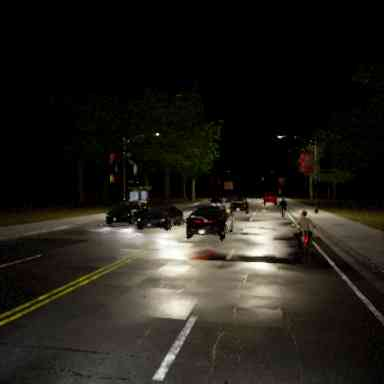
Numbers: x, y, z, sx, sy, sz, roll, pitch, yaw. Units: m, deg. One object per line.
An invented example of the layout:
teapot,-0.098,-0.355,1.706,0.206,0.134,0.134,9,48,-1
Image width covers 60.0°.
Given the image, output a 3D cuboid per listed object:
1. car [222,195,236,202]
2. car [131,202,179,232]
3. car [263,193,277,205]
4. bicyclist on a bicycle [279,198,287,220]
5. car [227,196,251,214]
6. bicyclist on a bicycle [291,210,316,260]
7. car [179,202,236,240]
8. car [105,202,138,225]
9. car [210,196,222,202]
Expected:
car,7.215,1.293,59.910,2.097,1.767,4.553,0,0,13
car,-1.816,1.503,20.278,1.812,1.442,4.674,0,0,13
car,13.574,1.165,57.790,2.150,2.045,5.566,0,0,13
bicyclist on a bicycle,7.414,1.340,27.082,0.659,1.776,1.843,0,0,13
car,5.138,1.467,35.320,1.837,1.490,4.892,0,0,13
bicyclist on a bicycle,3.827,1.423,11.366,0.866,1.612,1.509,0,0,13
car,0.980,1.486,17.007,1.837,1.490,4.892,0,0,13
car,-4.398,1.479,23.578,1.837,1.490,4.892,0,0,13
car,4.765,1.501,63.718,1.994,1.385,4.181,0,0,13
